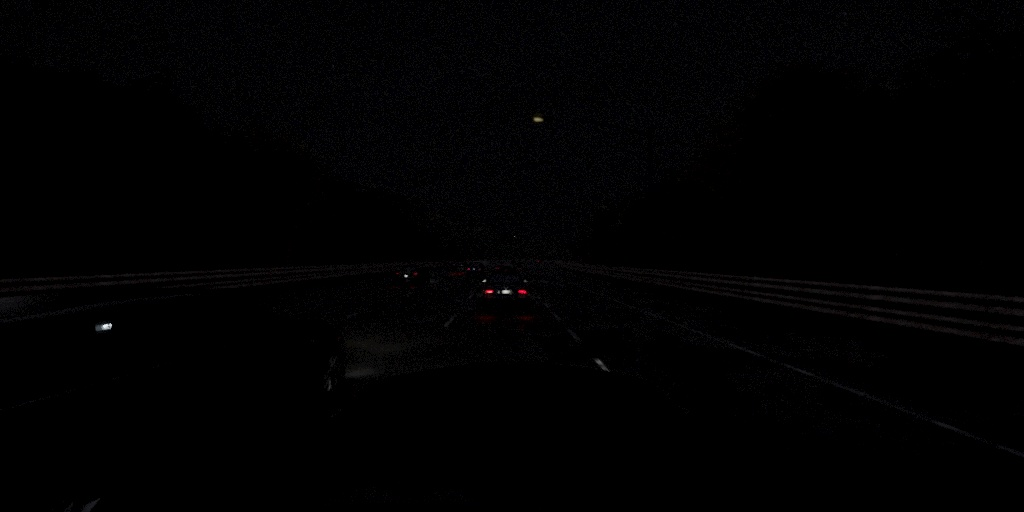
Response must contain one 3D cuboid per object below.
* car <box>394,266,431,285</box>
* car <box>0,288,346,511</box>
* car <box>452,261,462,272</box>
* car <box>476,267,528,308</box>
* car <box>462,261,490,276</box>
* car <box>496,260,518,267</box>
[{"bbox_3d":[-7.546,1.414,27.464,1.994,1.385,4.181,0,0,-1],"label":"car"},{"bbox_3d":[-3.492,1.087,3.534,2.097,1.767,4.553,0,0,-1],"label":"car"},{"bbox_3d":[-7.317,1.493,51.466,2.128,1.511,4.902,0,0,2],"label":"car"},{"bbox_3d":[-0.296,1.378,15.656,2.033,1.411,5.357,0,0,-1],"label":"car"},{"bbox_3d":[-4.101,1.509,41.552,2.033,1.411,5.357,0,0,1],"label":"car"},{"bbox_3d":[-0.513,1.479,43.656,1.882,1.535,5.008,0,0,1],"label":"car"}]
